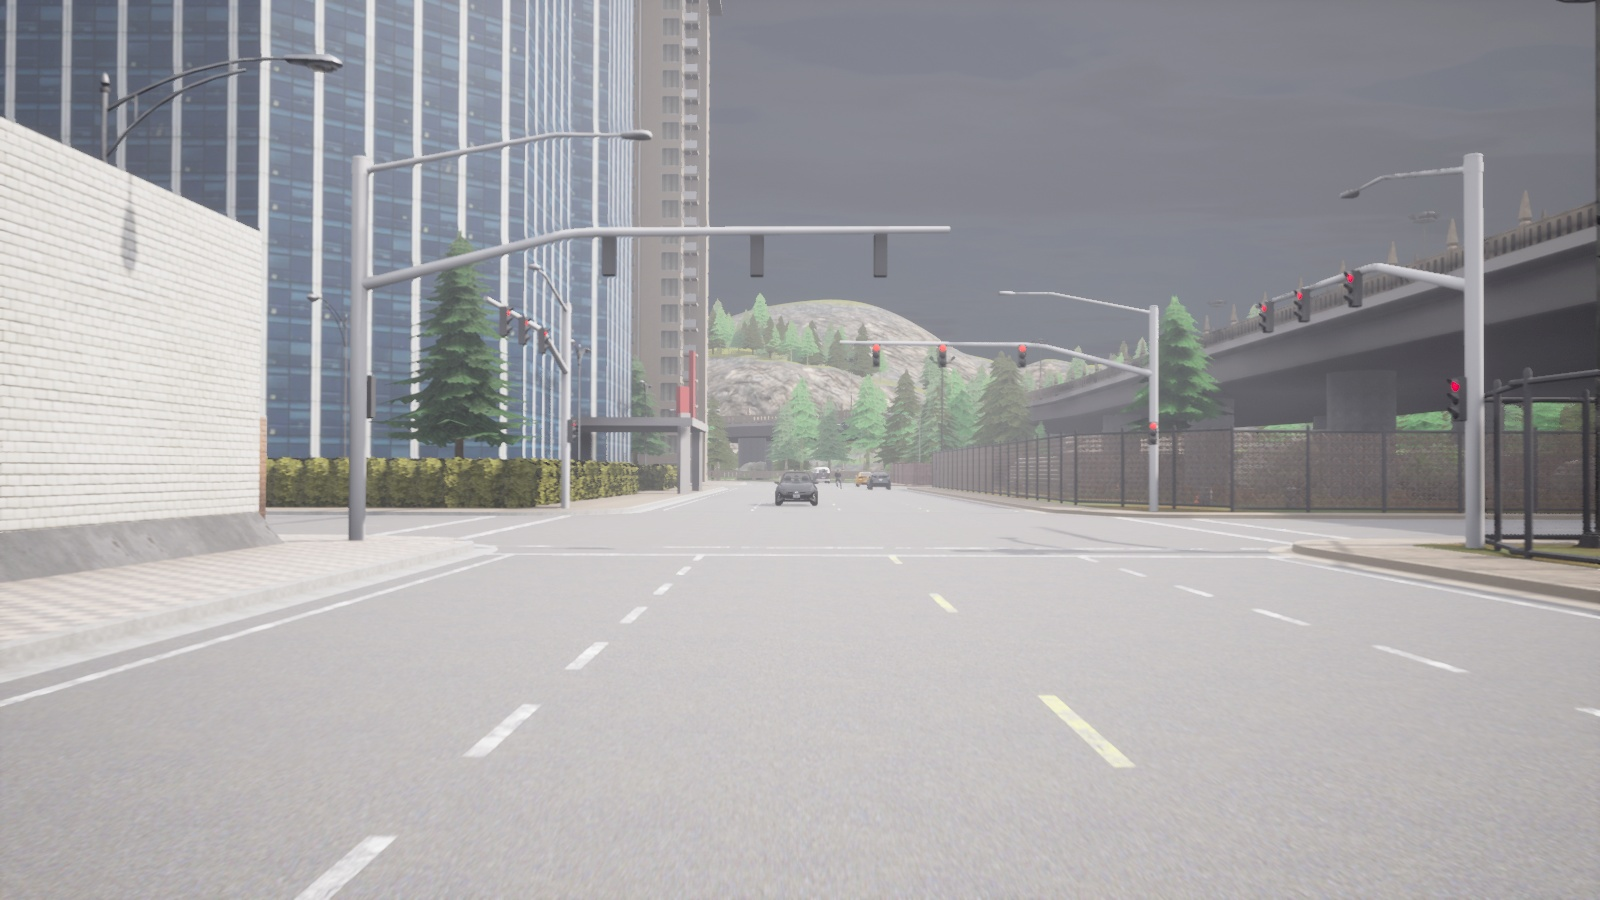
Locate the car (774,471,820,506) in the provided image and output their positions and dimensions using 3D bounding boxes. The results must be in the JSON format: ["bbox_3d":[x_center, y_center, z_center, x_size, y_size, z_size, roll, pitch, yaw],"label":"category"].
[{"bbox_3d":[-0.142,1.728,57.718,2.007,1.525,4.514,0,-1,0],"label":"car"}]
